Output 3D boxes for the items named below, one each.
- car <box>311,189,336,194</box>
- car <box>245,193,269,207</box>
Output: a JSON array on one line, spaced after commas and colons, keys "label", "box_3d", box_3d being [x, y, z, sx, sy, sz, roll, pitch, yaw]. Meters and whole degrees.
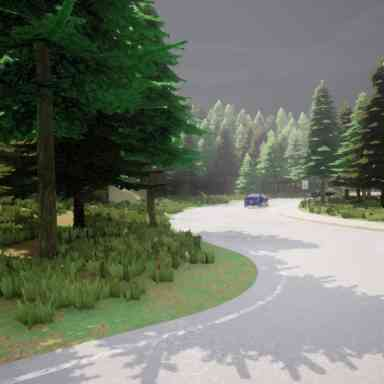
[{"label": "car", "box_3d": [21.973, 0.295, 55.181, 5.008, 1.535, 1.882, -2, 1, -30]}, {"label": "car", "box_3d": [7.314, 0.869, 37.345, 1.882, 1.535, 5.008, -1, 1, 24]}]
